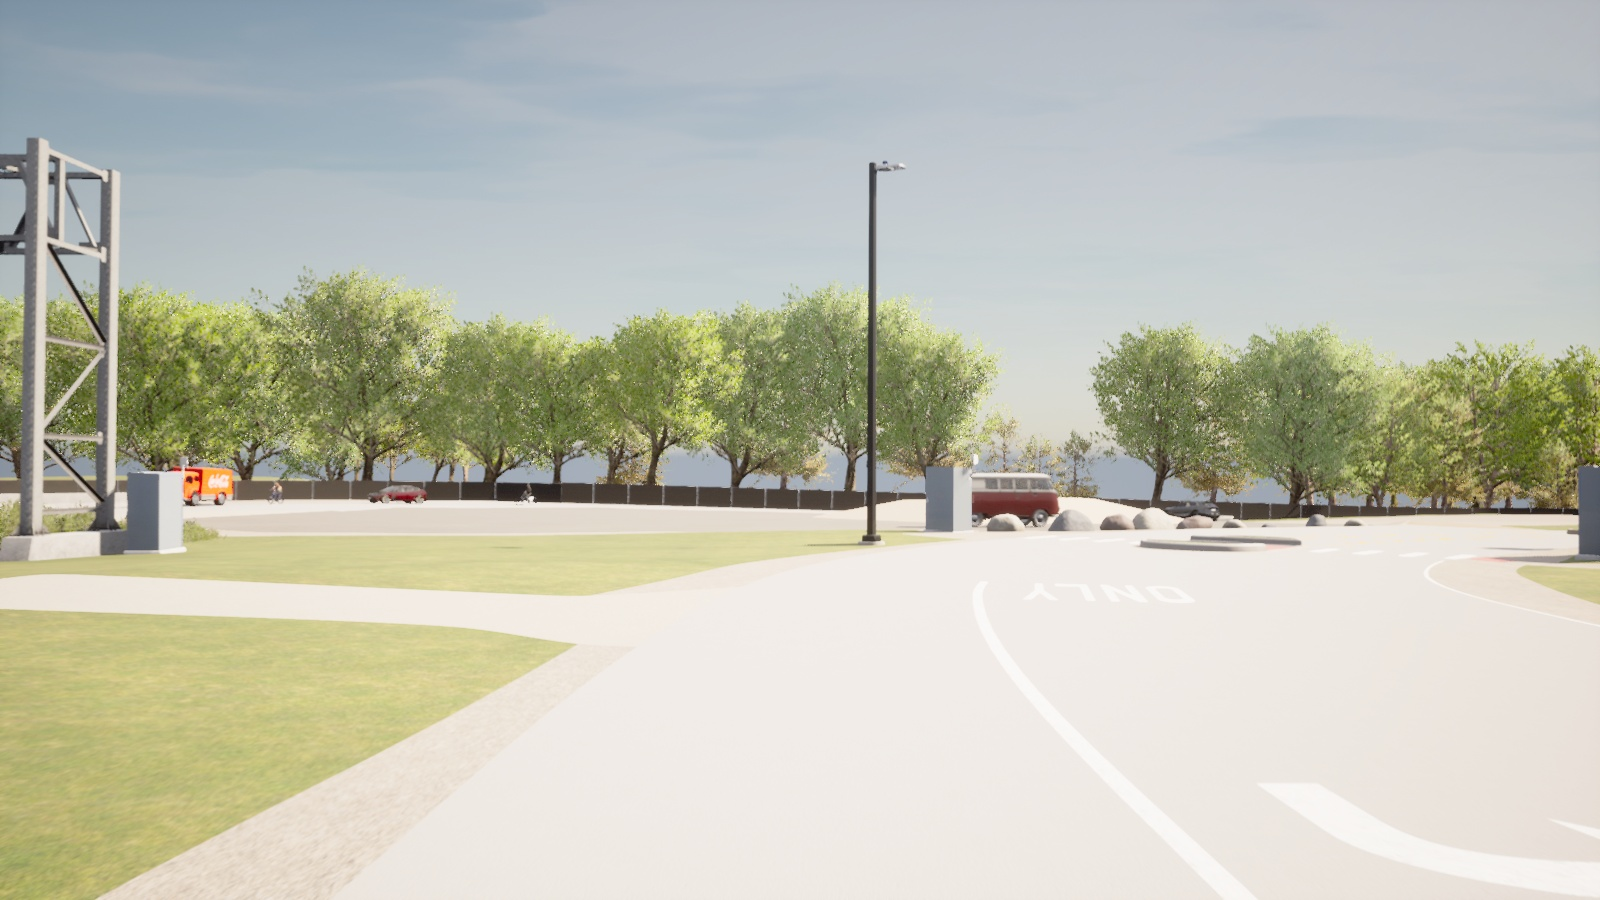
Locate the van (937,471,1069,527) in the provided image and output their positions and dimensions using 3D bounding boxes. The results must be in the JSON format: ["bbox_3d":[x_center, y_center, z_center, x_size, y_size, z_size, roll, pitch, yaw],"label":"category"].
[{"bbox_3d":[7.436,1.802,46.131,4.442,1.987,1.775,0,-2,-14],"label":"van"}]

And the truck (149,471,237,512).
[{"bbox_3d":[-39.380,2.722,81.657,2.627,2.467,5.204,2,-2,7],"label":"truck"}]
